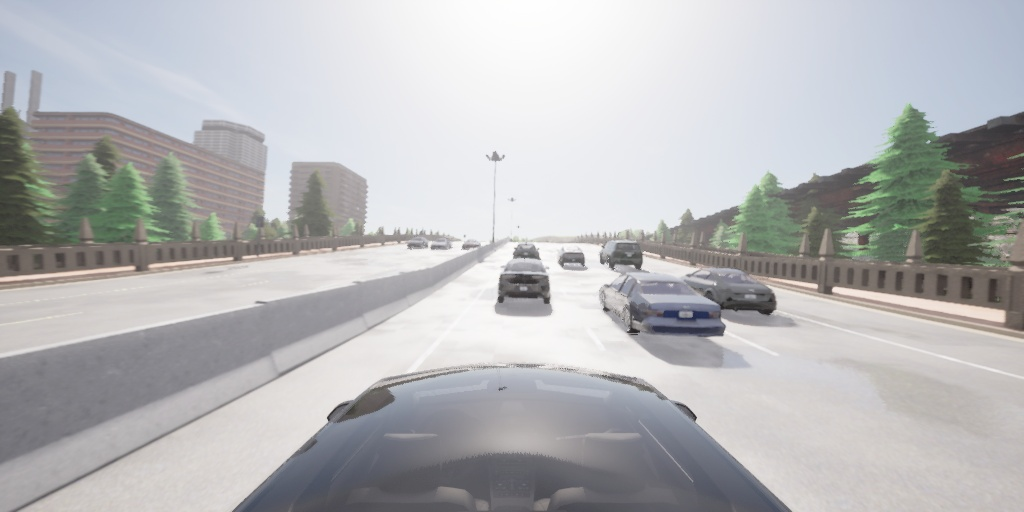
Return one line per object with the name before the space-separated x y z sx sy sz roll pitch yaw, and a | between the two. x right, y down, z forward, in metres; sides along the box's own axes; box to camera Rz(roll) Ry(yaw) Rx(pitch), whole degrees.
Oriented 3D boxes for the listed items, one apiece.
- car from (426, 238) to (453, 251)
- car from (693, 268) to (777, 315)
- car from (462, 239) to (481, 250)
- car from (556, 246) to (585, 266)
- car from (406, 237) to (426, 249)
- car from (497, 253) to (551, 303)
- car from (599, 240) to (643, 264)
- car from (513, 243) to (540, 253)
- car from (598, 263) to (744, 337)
car | -8.809 -1.502 45.206 2.033 1.411 5.357 1 4 2
car | 7.455 1.129 13.065 1.994 1.385 4.181 1 3 3
car | -5.245 -1.514 46.443 1.994 1.385 4.181 1 4 3
car | 4.627 -0.076 28.476 2.128 1.511 4.902 1 4 3
car | -12.228 -1.726 46.843 1.837 1.490 4.892 1 4 3
car | 0.514 0.839 14.432 1.882 1.535 5.008 1 2 3
car | 8.053 -0.163 26.823 2.150 2.045 5.566 1 5 3
car | 1.132 -0.289 28.574 2.097 1.767 4.553 1 4 3
car | 3.794 1.182 10.085 2.033 1.411 5.357 1 2 3
